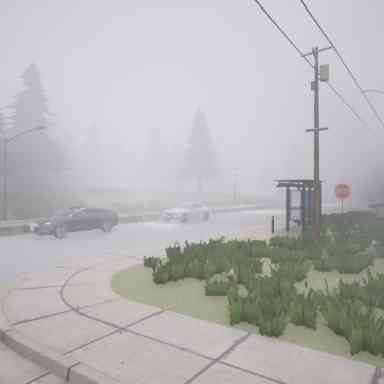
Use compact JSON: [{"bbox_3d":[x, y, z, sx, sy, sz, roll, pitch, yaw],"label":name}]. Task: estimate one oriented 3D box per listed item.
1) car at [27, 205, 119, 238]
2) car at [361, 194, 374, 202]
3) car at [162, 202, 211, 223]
[{"bbox_3d":[-6.157,1.492,17.766,2.128,1.511,4.902,0,0,36],"label":"car"},{"bbox_3d":[40.426,1.355,76.462,2.097,1.767,4.553,0,0,36],"label":"car"},{"bbox_3d":[-0.311,1.526,25.839,1.812,1.442,4.674,0,0,36],"label":"car"}]
